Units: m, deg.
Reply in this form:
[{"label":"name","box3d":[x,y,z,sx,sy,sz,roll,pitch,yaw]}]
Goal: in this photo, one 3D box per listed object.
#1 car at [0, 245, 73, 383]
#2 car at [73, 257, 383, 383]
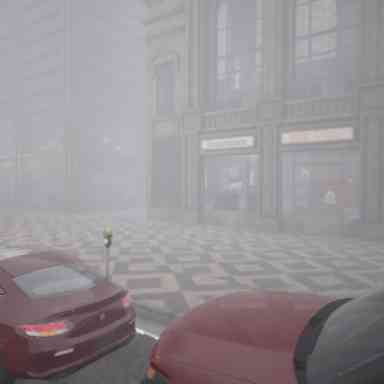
[{"label":"car","box3d":[-2.656,1.462,4.856,4.206,1.307,1.802,1,2,35]},{"label":"car","box3d":[1.925,1.278,1.624,5.009,1.841,2.192,1,2,35]}]
